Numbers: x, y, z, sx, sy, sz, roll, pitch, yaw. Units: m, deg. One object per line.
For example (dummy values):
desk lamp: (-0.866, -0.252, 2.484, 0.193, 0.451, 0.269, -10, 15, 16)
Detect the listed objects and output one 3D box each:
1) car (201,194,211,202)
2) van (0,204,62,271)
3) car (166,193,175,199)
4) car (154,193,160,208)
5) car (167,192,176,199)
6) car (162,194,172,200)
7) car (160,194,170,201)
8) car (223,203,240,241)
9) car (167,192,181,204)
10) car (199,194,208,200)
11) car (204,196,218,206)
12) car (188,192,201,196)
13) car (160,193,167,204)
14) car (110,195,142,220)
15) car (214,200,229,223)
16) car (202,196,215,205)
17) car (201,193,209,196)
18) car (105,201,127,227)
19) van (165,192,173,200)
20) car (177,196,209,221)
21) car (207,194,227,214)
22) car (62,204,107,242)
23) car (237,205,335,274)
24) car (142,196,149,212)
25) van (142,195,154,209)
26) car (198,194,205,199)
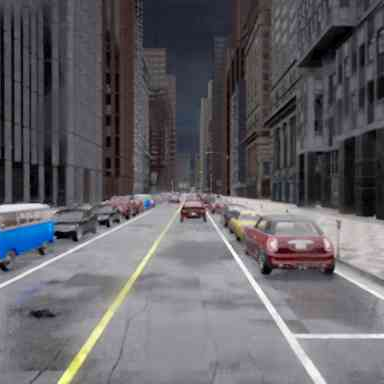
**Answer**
car: (2.749, 1.160, 66.727, 1.967, 1.590, 4.097, 0, 0, 0)
van: (-5.767, 1.297, 10.351, 1.690, 1.788, 3.998, 0, 0, 0)
car: (-5.780, 1.073, 89.264, 1.967, 1.590, 4.097, 0, 0, 0)
car: (-5.772, 1.254, 44.172, 1.967, 1.590, 4.097, 0, 0, 0)
car: (-5.782, 0.927, 94.901, 2.192, 1.841, 5.009, 0, 0, 0)
car: (-5.778, 1.226, 77.991, 2.008, 1.369, 4.403, 0, 0, 0)
car: (-5.777, 1.223, 72.185, 1.752, 1.417, 4.829, 0, 0, 0)
car: (2.758, 1.456, 16.171, 1.752, 1.417, 4.829, 0, 0, 0)
car: (-3.010, 1.245, 56.508, 1.882, 1.535, 5.008, 0, 0, 0)
car: (2.747, 1.241, 78.000, 1.947, 1.339, 4.313, 0, 0, 0)
car: (2.752, 1.334, 49.819, 1.887, 1.381, 4.507, 0, 0, 0)
car: (0.093, 1.157, 46.195, 2.097, 1.767, 4.553, 0, 0, 0)
car: (-5.774, 1.207, 55.445, 1.967, 1.590, 4.097, 0, 0, 0)
car: (-5.770, 1.200, 27.261, 2.192, 1.841, 5.009, 0, 0, 0)
car: (2.757, 1.459, 21.638, 2.008, 1.369, 4.403, 0, 0, 0)
car: (2.751, 1.332, 55.456, 1.947, 1.339, 4.313, 0, 0, 0)
car: (2.752, 1.128, 44.182, 2.192, 1.841, 5.009, 0, 0, 0)
car: (-5.768, 1.474, 21.626, 1.947, 1.339, 4.313, 0, 0, 0)
van: (-5.780, 0.995, 83.627, 1.690, 1.788, 3.998, 0, 0, 0)
car: (0.097, 1.368, 25.788, 1.882, 1.535, 5.008, 0, 0, 0)
car: (2.755, 1.301, 32.909, 1.967, 1.590, 4.097, 0, 0, 0)
car: (-5.767, 1.498, 15.989, 1.947, 1.339, 4.313, 0, 0, 0)
car: (2.758, 1.396, 10.365, 1.967, 1.590, 4.097, 0, 0, 0)
car: (-5.770, 1.406, 32.899, 1.887, 1.381, 4.507, 0, 0, 0)
van: (-5.772, 1.178, 38.535, 1.690, 1.788, 3.998, 0, 0, 0)
car: (2.744, 1.194, 94.909, 1.802, 1.307, 4.206, 0, 0, 0)
